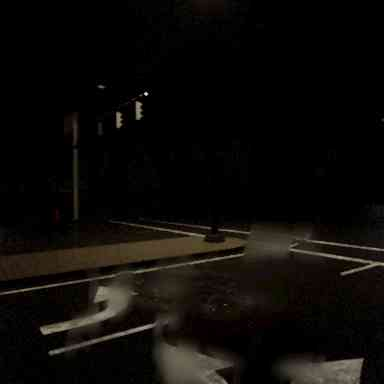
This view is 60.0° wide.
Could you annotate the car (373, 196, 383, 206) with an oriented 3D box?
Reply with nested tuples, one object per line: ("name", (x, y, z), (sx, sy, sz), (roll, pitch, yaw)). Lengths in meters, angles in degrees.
("car", (27.308, 1.190, 46.143), (5.357, 1.411, 2.033), (-1, 0, -35))
